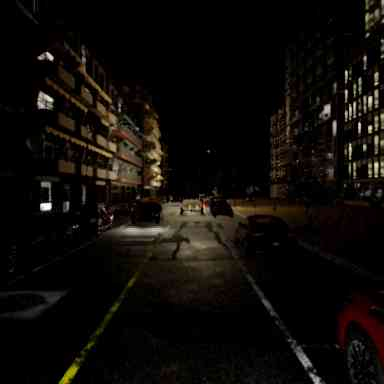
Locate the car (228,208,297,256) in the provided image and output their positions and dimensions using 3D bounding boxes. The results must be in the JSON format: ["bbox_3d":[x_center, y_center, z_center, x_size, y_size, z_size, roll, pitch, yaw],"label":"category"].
[{"bbox_3d":[2.684,1.534,12.887,1.887,1.381,4.507,0,0,0],"label":"car"}]

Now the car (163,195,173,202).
[{"bbox_3d":[-5.697,1.541,79.207,2.008,1.369,4.403,0,0,0],"label":"car"}]

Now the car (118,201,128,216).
[{"bbox_3d":[-5.696,1.504,29.297,1.752,1.417,4.829,0,0,0],"label":"car"}]

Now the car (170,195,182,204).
[{"bbox_3d":[-3.022,1.336,65.151,2.097,1.767,4.553,0,0,0],"label":"car"}]

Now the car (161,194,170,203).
[{"bbox_3d":[-5.697,1.506,62.458,1.752,1.417,4.829,0,0,0],"label":"car"}]

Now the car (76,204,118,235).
[{"bbox_3d":[-5.696,1.425,18.414,1.967,1.590,4.097,0,0,0],"label":"car"}]

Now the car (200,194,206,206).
[{"bbox_3d":[2.683,1.417,51.573,1.967,1.590,4.097,0,0,0],"label":"car"}]

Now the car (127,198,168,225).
[{"bbox_3d":[-3.100,1.458,24.110,1.882,1.535,5.008,0,0,0],"label":"car"}]

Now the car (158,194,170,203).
[{"bbox_3d":[-5.699,1.298,68.153,2.192,1.841,5.009,0,0,0],"label":"car"}]

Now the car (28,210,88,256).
[{"bbox_3d":[-5.696,1.571,12.888,1.802,1.307,4.206,0,0,0],"label":"car"}]

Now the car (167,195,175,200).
[{"bbox_3d":[-5.697,1.566,90.260,1.947,1.339,4.313,0,0,0],"label":"car"}]

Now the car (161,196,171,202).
[{"bbox_3d":[-5.697,1.537,73.680,2.008,1.369,4.403,0,0,0],"label":"car"}]

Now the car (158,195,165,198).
[{"bbox_3d":[-5.697,1.522,51.574,1.887,1.381,4.507,0,0,0],"label":"car"}]

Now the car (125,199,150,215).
[{"bbox_3d":[-5.696,1.521,34.993,1.887,1.381,4.507,0,0,0],"label":"car"}]

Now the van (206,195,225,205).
[{"bbox_3d":[2.683,1.318,34.993,1.690,1.788,3.998,0,0,0],"label":"van"}]

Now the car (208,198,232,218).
[{"bbox_3d":[2.684,1.504,29.637,1.752,1.417,4.829,0,0,0],"label":"car"}]

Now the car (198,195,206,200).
[{"bbox_3d":[2.683,1.566,90.260,1.947,1.339,4.313,0,0,0],"label":"car"}]

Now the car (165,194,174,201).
[{"bbox_3d":[-5.698,1.435,84.733,1.967,1.590,4.097,0,0,0],"label":"car"}]

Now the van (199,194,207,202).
[{"bbox_3d":[2.682,1.331,79.207,1.690,1.788,3.998,0,0,0],"label":"van"}]

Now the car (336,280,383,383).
[{"bbox_3d":[2.684,1.313,1.833,2.192,1.841,5.009,0,0,0],"label":"car"}]

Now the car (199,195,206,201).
[{"bbox_3d":[2.683,1.520,84.902,1.752,1.417,4.829,0,0,0],"label":"car"}]

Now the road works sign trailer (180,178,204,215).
[{"bbox_3d":[-0.002,0.441,32.990,2.380,3.560,2.880,0,0,0],"label":"road works sign trailer"}]

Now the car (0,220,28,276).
[{"bbox_3d":[-5.696,1.434,7.360,1.967,1.590,4.097,0,0,0],"label":"car"}]
